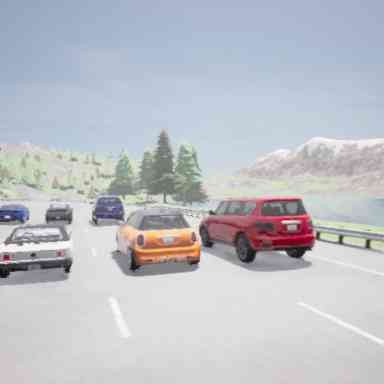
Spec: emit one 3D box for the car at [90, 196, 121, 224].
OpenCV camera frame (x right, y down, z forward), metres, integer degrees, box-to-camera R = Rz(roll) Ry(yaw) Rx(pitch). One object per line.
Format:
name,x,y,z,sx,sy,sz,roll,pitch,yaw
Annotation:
car,-6.712,1.346,26.199,2.150,2.045,5.566,-1,0,-19

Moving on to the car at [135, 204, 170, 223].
car,-3.337,1.683,27.165,1.895,1.301,4.718,-1,0,-19

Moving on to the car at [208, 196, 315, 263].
car,2.041,1.205,12.267,2.150,2.045,5.566,-1,-1,-19

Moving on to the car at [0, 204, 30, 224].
car,-14.374,1.693,26.859,1.882,1.535,5.008,-1,0,-20

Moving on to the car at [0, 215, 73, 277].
car,-4.816,1.674,10.678,1.895,1.301,4.718,-1,0,-19

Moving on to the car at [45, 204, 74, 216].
car,-10.431,1.660,26.219,2.128,1.511,4.902,-1,0,-20

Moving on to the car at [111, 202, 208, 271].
car,-1.375,1.388,11.439,2.097,1.767,4.553,-1,0,-19
